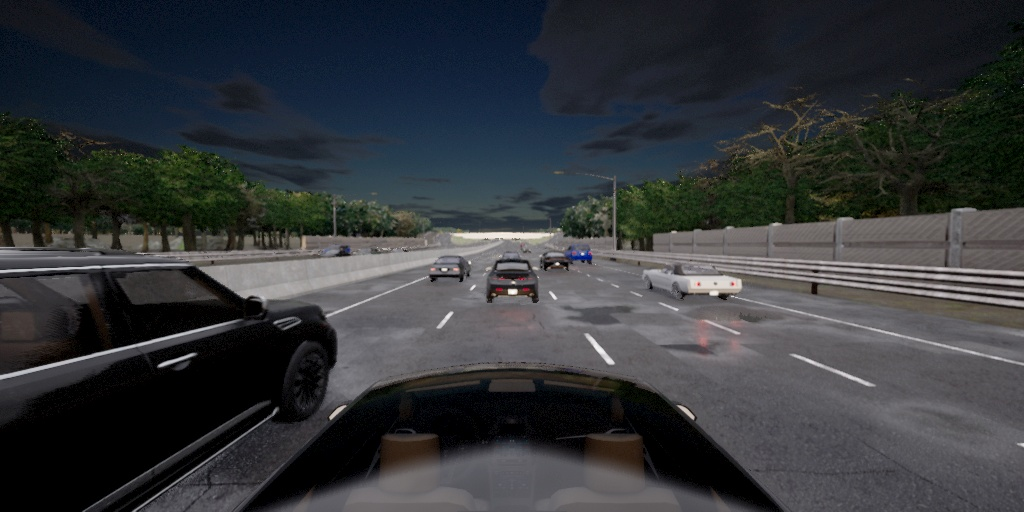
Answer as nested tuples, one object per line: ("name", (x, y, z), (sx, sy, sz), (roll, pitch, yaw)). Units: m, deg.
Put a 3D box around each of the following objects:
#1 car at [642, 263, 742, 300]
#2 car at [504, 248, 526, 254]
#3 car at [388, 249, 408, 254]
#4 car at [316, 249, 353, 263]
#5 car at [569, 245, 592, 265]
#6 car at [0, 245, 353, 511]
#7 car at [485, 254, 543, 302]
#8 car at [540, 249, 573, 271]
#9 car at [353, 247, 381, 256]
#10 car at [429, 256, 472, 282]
("car", (6.994, 0.931, 14.619), (1.895, 1.301, 4.718), (0, 2, 0))
("car", (-0.081, 0.293, 33.142), (2.033, 1.411, 5.357), (0, 2, 0))
("car", (-14.285, -0.127, 45.133), (1.837, 1.490, 4.892), (0, 2, 0))
("car", (-21.284, -0.088, 43.256), (1.882, 1.535, 5.008), (0, 2, 0))
("car", (6.908, -0.187, 37.731), (2.150, 2.045, 5.566), (0, 2, 0))
("car", (-3.404, 0.950, 2.432), (2.150, 2.045, 5.566), (0, 2, 0))
("car", (0.006, 0.853, 14.241), (1.837, 1.490, 4.892), (0, 2, 0))
("car", (3.331, 0.359, 28.850), (1.882, 1.535, 5.008), (0, 2, 0))
("car", (-17.783, -0.239, 43.921), (2.097, 1.767, 4.553), (0, 2, 0))
("car", (-3.540, 0.679, 21.141), (2.033, 1.411, 5.357), (0, 2, -1))
